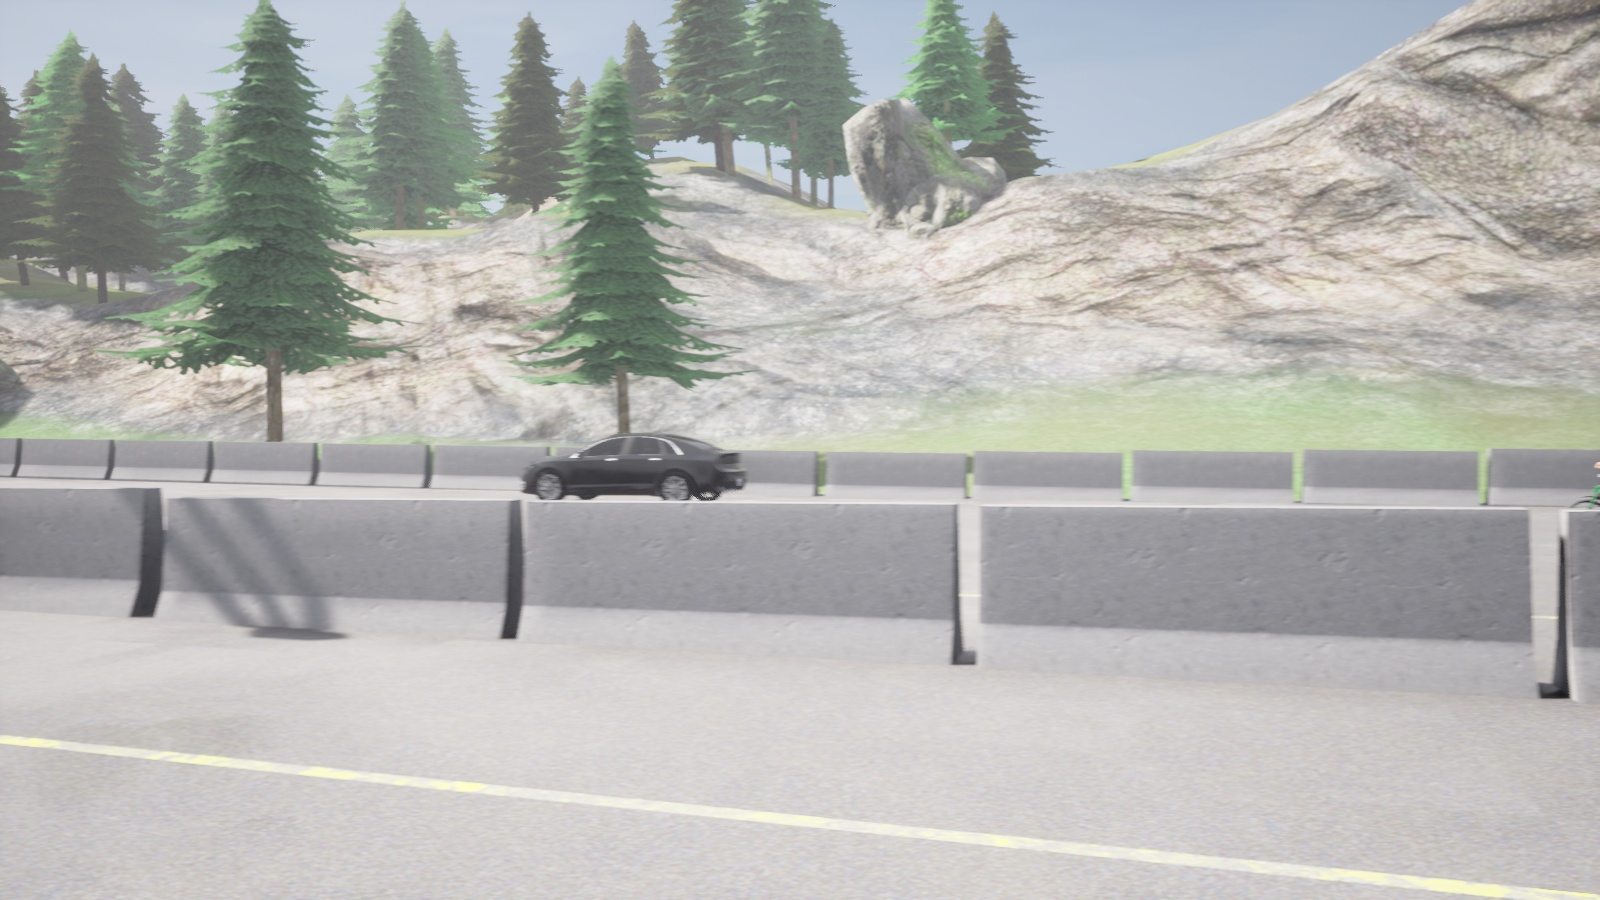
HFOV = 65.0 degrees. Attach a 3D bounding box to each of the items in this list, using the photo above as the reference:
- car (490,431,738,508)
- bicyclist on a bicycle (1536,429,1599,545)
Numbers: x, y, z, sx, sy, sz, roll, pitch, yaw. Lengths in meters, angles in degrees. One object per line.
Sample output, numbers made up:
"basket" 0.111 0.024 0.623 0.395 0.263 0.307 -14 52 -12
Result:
"car" -3.948 0.364 26.676 4.892 1.490 1.837 1 1 19
"bicyclist on a bicycle" 11.414 0.512 17.818 1.509 1.612 0.866 0 1 18
